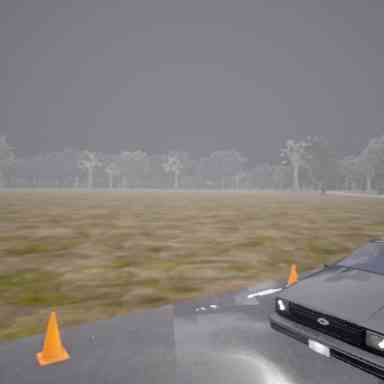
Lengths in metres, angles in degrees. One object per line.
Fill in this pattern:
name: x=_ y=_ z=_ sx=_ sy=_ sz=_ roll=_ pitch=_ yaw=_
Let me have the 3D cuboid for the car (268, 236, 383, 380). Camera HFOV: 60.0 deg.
car: x=3.715 y=1.480 z=5.524 sx=5.357 sy=1.411 sz=2.033 roll=0 pitch=1 yaw=-35

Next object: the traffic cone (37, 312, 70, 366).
traffic cone: x=-1.816 y=1.864 z=4.354 sx=0.340 sy=0.580 sz=0.340 roll=0 pitch=1 yaw=-33

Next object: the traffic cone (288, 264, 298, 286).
traffic cone: x=2.175 y=1.848 z=7.126 sx=0.340 sy=0.580 sz=0.340 roll=0 pitch=1 yaw=-36
